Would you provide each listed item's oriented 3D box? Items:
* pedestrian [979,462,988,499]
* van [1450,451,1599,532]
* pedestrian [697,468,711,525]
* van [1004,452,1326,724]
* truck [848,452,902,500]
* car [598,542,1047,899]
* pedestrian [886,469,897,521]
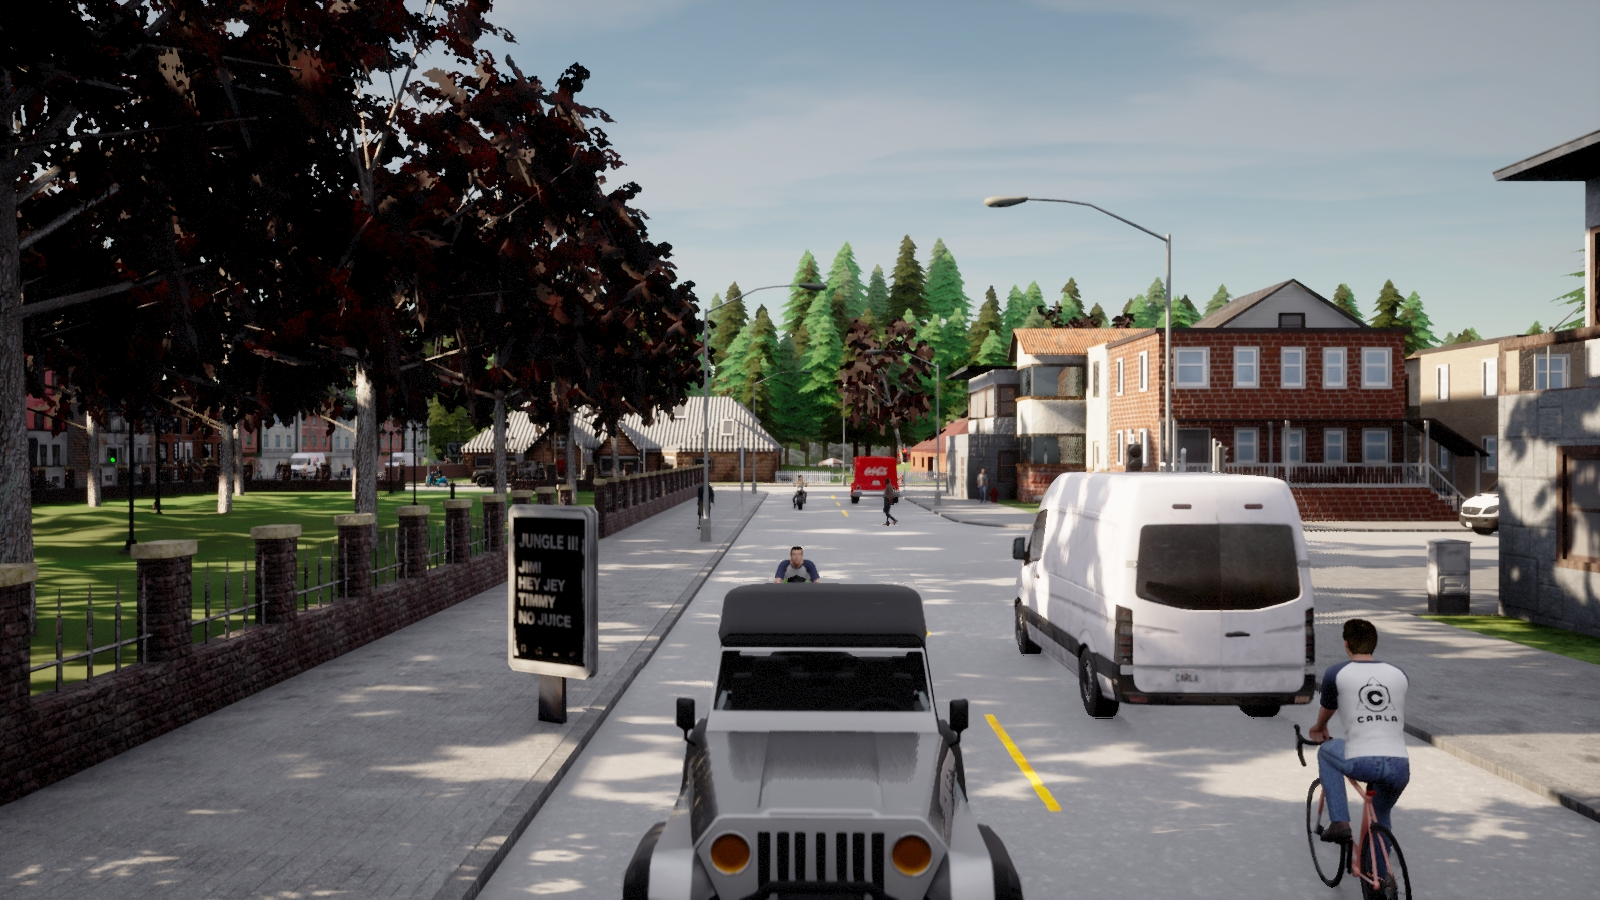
[{"bbox_3d":[9.244,1.547,57.565,0.375,1.860,0.375,0,0,-4],"label":"pedestrian"},{"bbox_3d":[24.712,1.329,37.232,5.915,2.561,1.988,0,0,0],"label":"van"},{"bbox_3d":[-3.170,1.540,37.702,0.375,1.860,0.375,0,0,14],"label":"pedestrian"},{"bbox_3d":[3.999,1.321,13.826,1.988,2.561,5.915,0,0,0],"label":"van"},{"bbox_3d":[3.969,1.372,61.570,2.627,2.467,5.204,0,0,1],"label":"truck"},{"bbox_3d":[0.135,1.640,6.778,1.905,1.878,3.866,0,0,1],"label":"car"},{"bbox_3d":[3.358,1.645,41.925,0.375,1.860,0.375,0,0,4],"label":"pedestrian"}]
